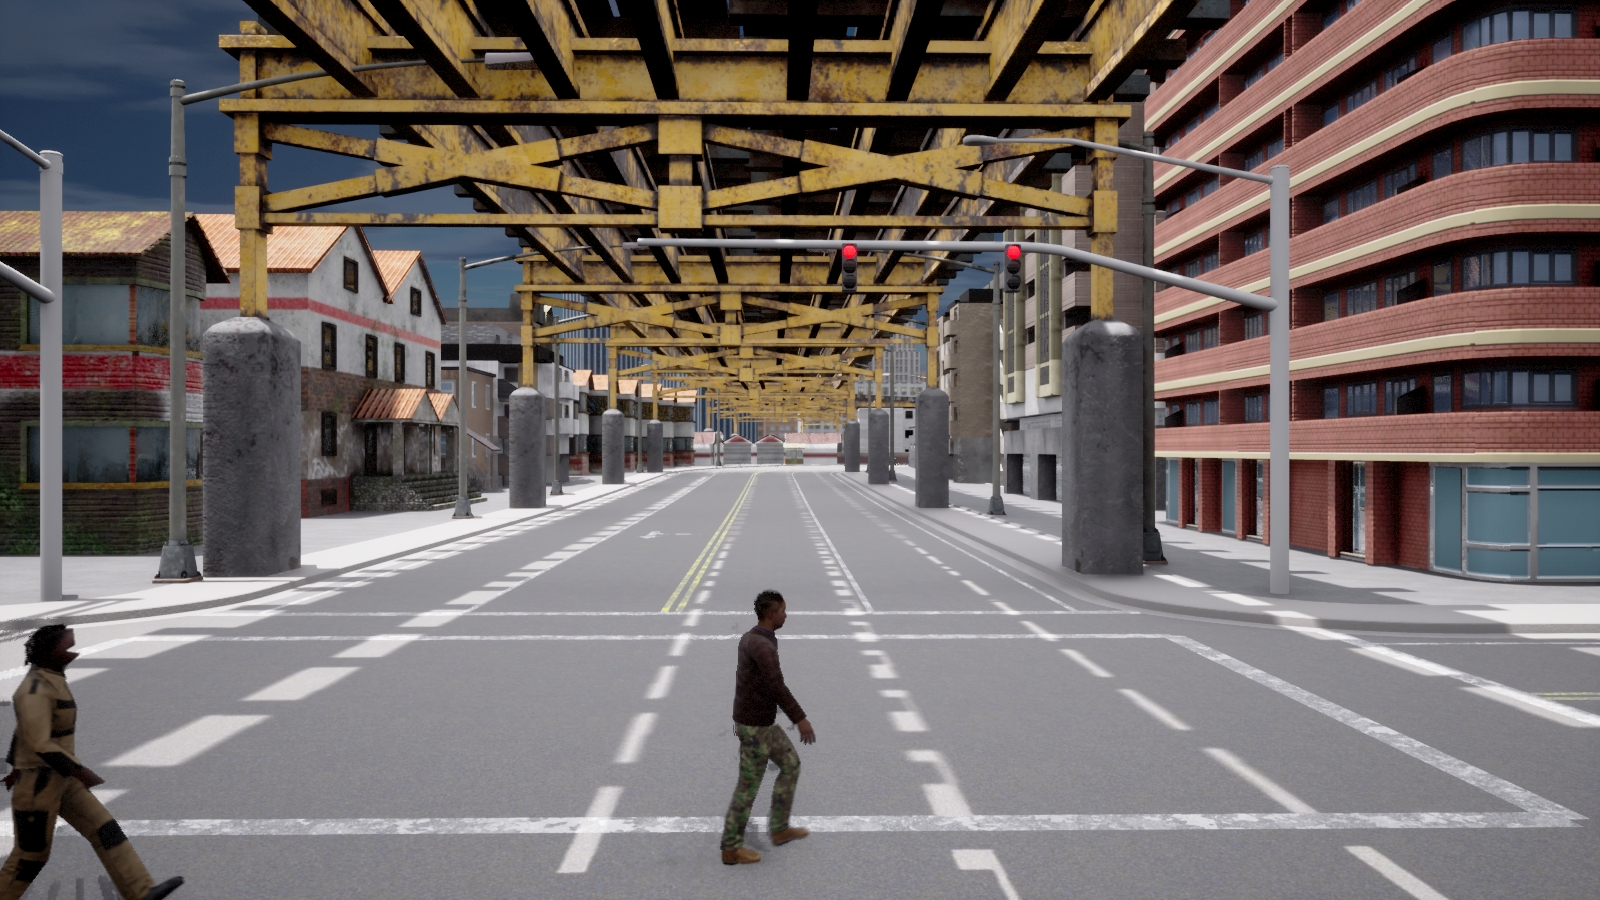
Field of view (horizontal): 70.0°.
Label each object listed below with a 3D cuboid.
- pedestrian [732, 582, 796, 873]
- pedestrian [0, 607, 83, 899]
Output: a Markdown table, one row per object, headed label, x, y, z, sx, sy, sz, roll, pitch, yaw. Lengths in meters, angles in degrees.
| label | x | y | z | sx | sy | sz | roll | pitch | yaw |
| --- | --- | --- | --- | --- | --- | --- | --- | --- | --- |
| pedestrian | -0.246 | 1.848 | 7.729 | 0.375 | 1.860 | 0.375 | 0 | 0 | -11 |
| pedestrian | -4.315 | 1.848 | 6.446 | 0.375 | 1.860 | 0.375 | 0 | 0 | -18 |
